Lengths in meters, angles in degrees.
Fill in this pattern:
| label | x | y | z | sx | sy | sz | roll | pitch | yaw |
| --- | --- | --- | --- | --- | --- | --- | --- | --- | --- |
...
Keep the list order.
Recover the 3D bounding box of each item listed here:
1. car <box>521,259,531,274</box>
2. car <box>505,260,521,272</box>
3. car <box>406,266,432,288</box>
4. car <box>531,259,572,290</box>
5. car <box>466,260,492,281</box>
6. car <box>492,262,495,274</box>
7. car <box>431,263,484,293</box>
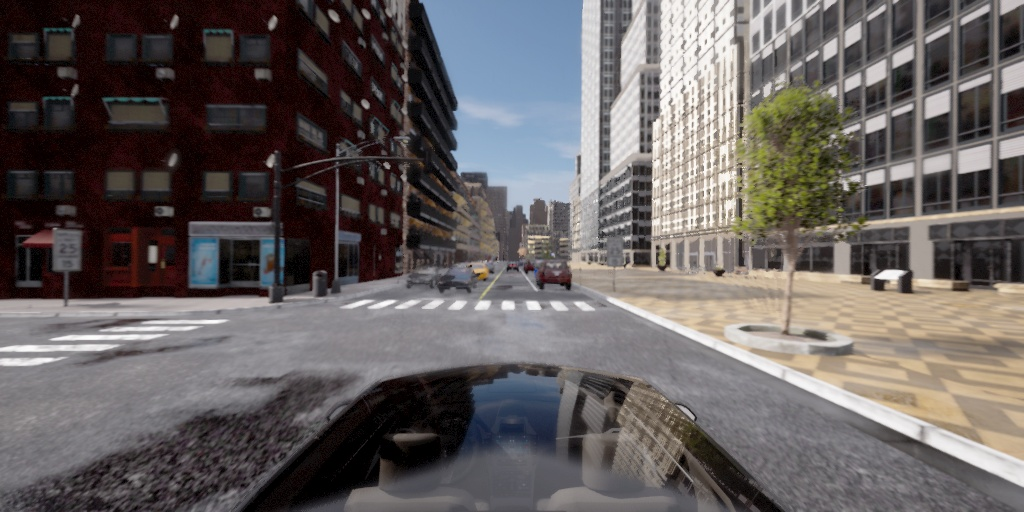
| label | x | y | z | sx | sy | sz | roll | pitch | yaw |
| --- | --- | --- | --- | --- | --- | --- | --- | --- | --- |
| car | 2.681 | 1.328 | 45.883 | 2.192 | 1.841 | 5.009 | 0 | 0 | 0 |
| car | 0.099 | 1.544 | 52.825 | 1.837 | 1.490 | 4.892 | 0 | 0 | 0 |
| car | -5.693 | 1.349 | 23.777 | 2.007 | 1.370 | 4.403 | 0 | 0 | 0 |
| car | 2.686 | 1.185 | 23.779 | 2.192 | 1.841 | 5.009 | 0 | 0 | 0 |
| car | -3.098 | 1.348 | 31.718 | 1.882 | 1.535 | 5.008 | 0 | 0 | 0 |
| car | -3.089 | 1.444 | 44.136 | 2.128 | 1.511 | 4.902 | 0 | 0 | 0 |
| car | -3.095 | 1.355 | 21.584 | 2.033 | 1.411 | 5.357 | 0 | 0 | 0 |
